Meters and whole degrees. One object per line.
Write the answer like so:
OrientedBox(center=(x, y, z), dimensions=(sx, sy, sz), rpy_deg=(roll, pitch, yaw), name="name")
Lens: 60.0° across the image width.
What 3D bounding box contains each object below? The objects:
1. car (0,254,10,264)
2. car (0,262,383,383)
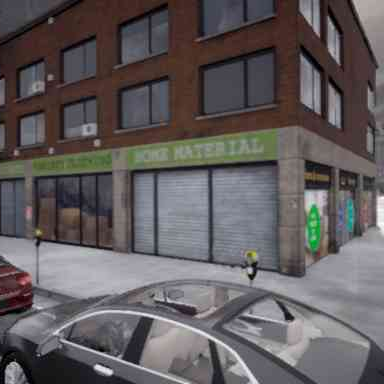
OrientedBox(center=(-4.711, 1.667, 6.434), dimensions=(4.206, 1.307, 1.802), rpy_deg=(-1, 0, 35), name="car")
OrientedBox(center=(-0.211, 1.573, 3.229), dimensions=(4.403, 1.369, 2.008), rpy_deg=(-1, 0, 35), name="car")
